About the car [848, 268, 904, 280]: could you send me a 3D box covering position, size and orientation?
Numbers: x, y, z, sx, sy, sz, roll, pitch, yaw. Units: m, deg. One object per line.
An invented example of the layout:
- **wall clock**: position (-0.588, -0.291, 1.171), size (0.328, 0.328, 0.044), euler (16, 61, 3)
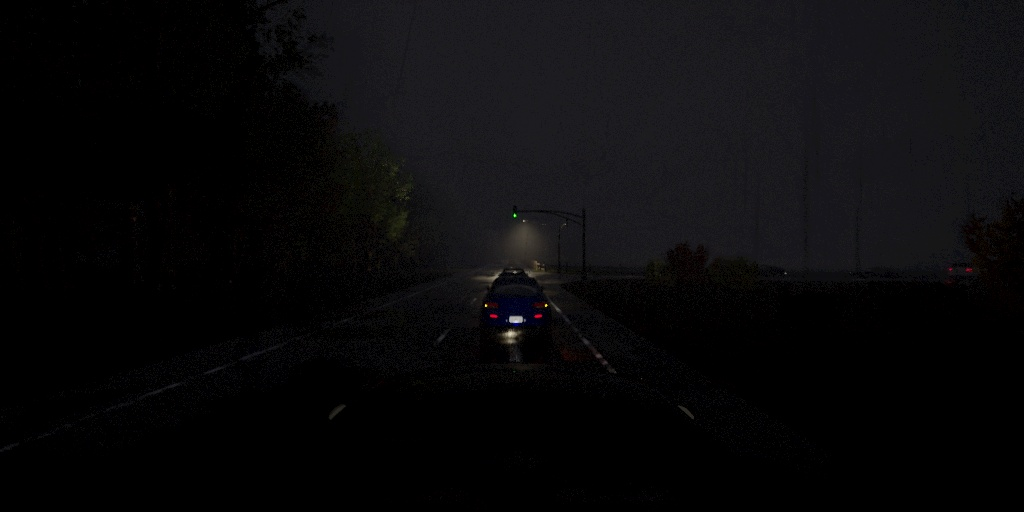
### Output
- **car**: position (41.016, 1.995, 40.494), size (4.718, 1.301, 1.895), euler (1, -1, 0)

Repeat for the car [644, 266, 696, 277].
- **car**: position (17.866, 1.690, 40.629), size (5.357, 1.411, 2.033), euler (1, -1, 1)

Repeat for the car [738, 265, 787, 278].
- **car**: position (28.211, 1.746, 40.564), size (4.902, 1.511, 2.128), euler (1, -1, 0)

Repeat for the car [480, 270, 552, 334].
- **car**: position (0.100, 1.310, 10.591), size (1.812, 1.442, 4.674), euler (0, 0, 0)

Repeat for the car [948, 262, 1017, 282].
- **car**: position (48.543, 1.625, 36.881), size (5.566, 2.045, 2.150), euler (1, -1, 0)

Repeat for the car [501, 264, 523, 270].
- **car**: position (0.094, 1.389, 21.173), size (1.994, 1.385, 4.181), euler (0, 0, 0)
